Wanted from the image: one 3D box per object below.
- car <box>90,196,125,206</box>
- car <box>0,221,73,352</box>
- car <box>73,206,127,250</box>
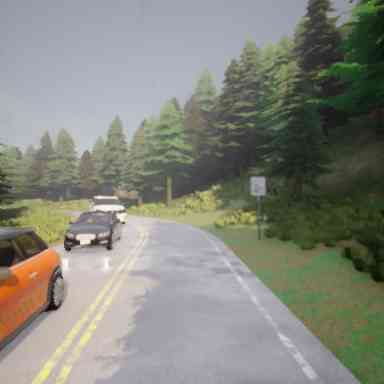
[{"bbox_3d":[-6.452,1.333,25.137,2.150,2.045,5.566,1,0,-23],"label":"car"},{"bbox_3d":[-3.533,1.410,4.807,2.097,1.767,4.553,-1,0,-3],"label":"car"},{"bbox_3d":[-4.209,1.597,14.767,2.128,1.511,4.902,-1,0,-6],"label":"car"}]
